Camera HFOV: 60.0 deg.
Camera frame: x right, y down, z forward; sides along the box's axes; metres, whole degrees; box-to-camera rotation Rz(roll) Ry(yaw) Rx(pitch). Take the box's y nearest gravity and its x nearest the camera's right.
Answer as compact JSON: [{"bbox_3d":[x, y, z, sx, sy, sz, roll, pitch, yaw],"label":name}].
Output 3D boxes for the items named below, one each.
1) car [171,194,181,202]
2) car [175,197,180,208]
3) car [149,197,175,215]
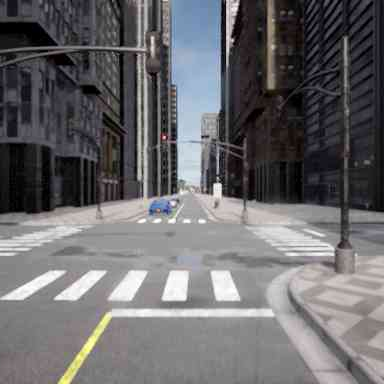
[{"bbox_3d":[-3.053,1.511,59.733,1.895,1.301,4.718,0,0,1],"label":"car"},{"bbox_3d":[-3.088,1.529,45.423,1.895,1.301,4.718,0,0,0],"label":"car"},{"bbox_3d":[-3.097,1.423,33.261,1.882,1.535,5.008,0,0,1],"label":"car"}]
